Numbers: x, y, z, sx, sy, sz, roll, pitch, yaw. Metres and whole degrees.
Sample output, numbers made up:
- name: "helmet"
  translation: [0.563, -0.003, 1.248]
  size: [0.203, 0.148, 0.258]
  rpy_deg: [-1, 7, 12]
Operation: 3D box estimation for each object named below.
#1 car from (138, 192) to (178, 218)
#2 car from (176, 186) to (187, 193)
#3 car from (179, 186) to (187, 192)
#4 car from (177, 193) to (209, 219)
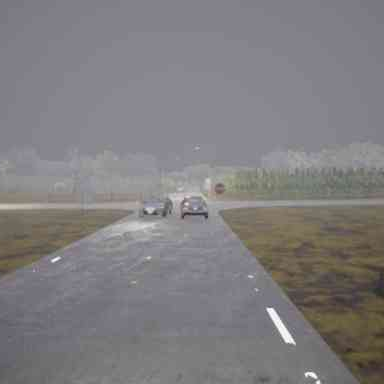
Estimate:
- name: "car"
  translation: [-2.509, 0.942, 23.551]
  size: [2.128, 1.511, 4.902]
  rpy_deg: [0, 1, 4]
- name: "car"
  translation: [-2.381, -0.291, 70.282]
  size: [2.033, 1.411, 5.357]
  rpy_deg: [0, 2, 0]
- name: "car"
  translation: [-2.271, -0.914, 85.812]
  size: [1.812, 1.442, 4.674]
  rpy_deg: [0, 2, 0]
- name: "car"
  translation: [0.118, 1.012, 22.995]
  size: [2.033, 1.411, 5.357]
  rpy_deg: [0, 1, -2]
